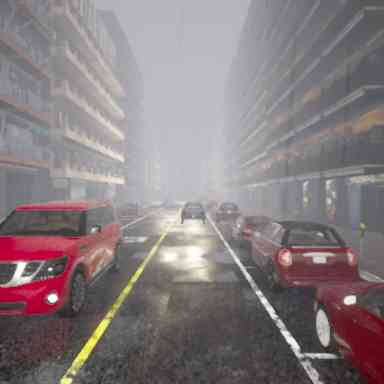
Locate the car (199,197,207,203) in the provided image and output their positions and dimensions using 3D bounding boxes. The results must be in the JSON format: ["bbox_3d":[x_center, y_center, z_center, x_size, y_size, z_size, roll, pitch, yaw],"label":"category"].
[{"bbox_3d":[2.697,1.917,82.562,2.008,1.369,4.403,0,0,0],"label":"car"}]

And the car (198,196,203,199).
[{"bbox_3d":[0.106,1.653,45.645,2.128,1.511,4.902,0,0,0],"label":"car"}]

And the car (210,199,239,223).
[{"bbox_3d":[2.692,1.518,25.945,1.967,1.590,4.097,0,0,0],"label":"car"}]

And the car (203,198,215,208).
[{"bbox_3d":[2.694,1.728,54.425,1.752,1.417,4.829,0,0,0],"label":"car"}]

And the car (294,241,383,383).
[{"bbox_3d":[2.690,1.552,3.301,1.887,1.381,4.507,0,0,0],"label":"car"}]

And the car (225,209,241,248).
[{"bbox_3d":[2.691,1.617,14.625,1.802,1.307,4.206,0,0,0],"label":"car"}]

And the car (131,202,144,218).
[{"bbox_3d":[-5.688,1.647,31.630,1.887,1.381,4.507,0,0,0],"label":"car"}]

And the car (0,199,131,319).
[{"bbox_3d":[-3.098,1.239,7.762,2.150,2.045,5.566,0,0,0],"label":"car"}]

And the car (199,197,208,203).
[{"bbox_3d":[2.697,1.882,76.901,2.008,1.369,4.403,0,0,0],"label":"car"}]

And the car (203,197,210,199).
[{"bbox_3d":[2.694,1.695,42.931,1.887,1.381,4.507,0,0,0],"label":"car"}]

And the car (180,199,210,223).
[{"bbox_3d":[0.103,1.569,26.308,2.128,1.511,4.902,0,0,0],"label":"car"}]

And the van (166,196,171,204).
[{"bbox_3d":[-5.686,1.603,65.603,1.690,1.788,3.998,0,0,0],"label":"van"}]

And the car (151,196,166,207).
[{"bbox_3d":[-5.686,1.726,54.109,1.752,1.417,4.829,0,0,0],"label":"car"}]

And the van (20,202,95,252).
[{"bbox_3d":[-5.689,1.376,14.648,1.690,1.788,3.998,0,0,0],"label":"van"}]

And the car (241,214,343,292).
[{"bbox_3d":[2.691,1.461,8.962,1.967,1.590,4.097,0,0,0],"label":"car"}]

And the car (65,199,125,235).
[{"bbox_3d":[-5.689,1.371,20.308,2.192,1.841,5.009,0,0,0],"label":"car"}]

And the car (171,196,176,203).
[{"bbox_3d":[-5.684,1.806,82.588,1.967,1.590,4.097,0,0,0],"label":"car"}]
